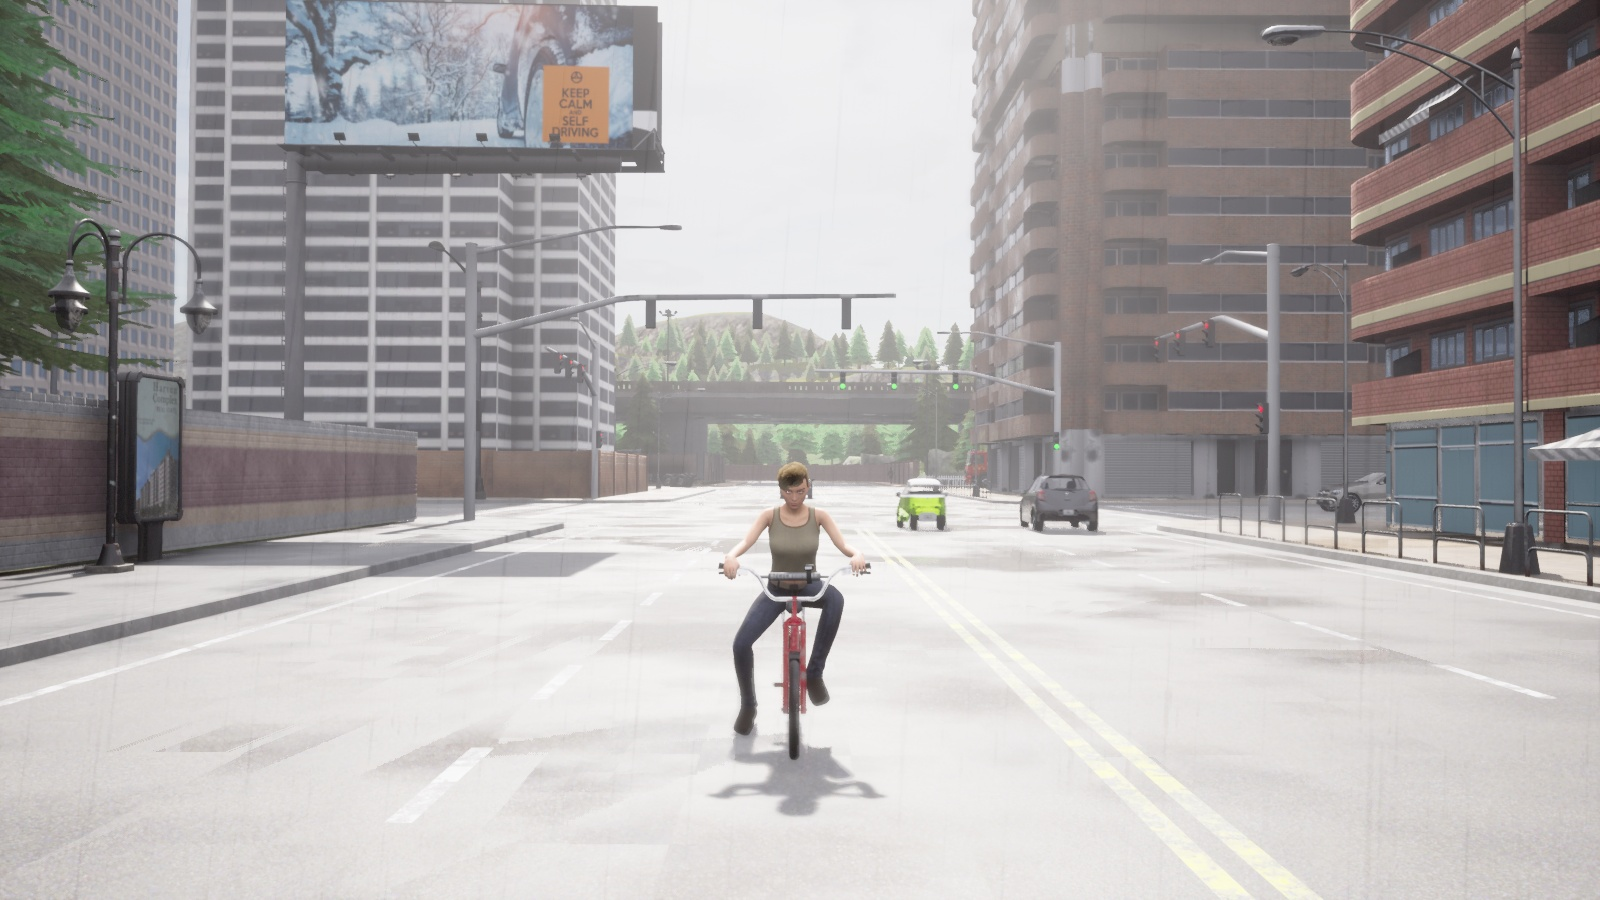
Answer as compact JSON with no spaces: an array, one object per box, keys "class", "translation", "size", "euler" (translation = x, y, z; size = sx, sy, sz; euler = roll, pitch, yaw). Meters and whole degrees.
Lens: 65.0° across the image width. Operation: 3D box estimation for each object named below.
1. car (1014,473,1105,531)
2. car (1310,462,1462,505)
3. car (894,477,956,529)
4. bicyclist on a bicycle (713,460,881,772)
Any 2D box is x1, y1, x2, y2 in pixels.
[{"class":"car","translation":[6.993,1.374,34.199],"size":[1.845,1.501,3.633],"euler":[0,-1,2]},{"class":"car","translation":[23.241,1.337,49.939],"size":[5.027,1.651,2.152],"euler":[0,-1,0]},{"class":"car","translation":[3.408,1.435,34.549],"size":[1.481,1.376,2.207],"euler":[0,-1,0]},{"class":"bicyclist on a bicycle","translation":[-0.027,0.873,7.275],"size":[0.866,1.612,1.509],"euler":[0,-1,-1]}]
